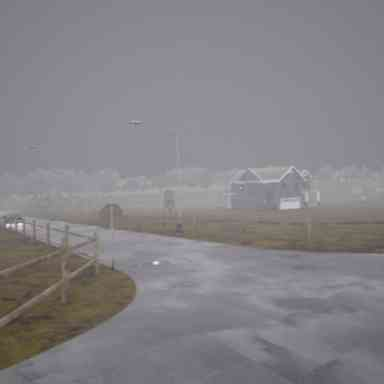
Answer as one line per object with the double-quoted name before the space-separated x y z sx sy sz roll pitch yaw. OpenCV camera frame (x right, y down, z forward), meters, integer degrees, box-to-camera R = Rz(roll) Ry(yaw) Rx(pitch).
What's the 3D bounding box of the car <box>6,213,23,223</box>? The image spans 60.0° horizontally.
"car" -24.512 3.550 45.738 1.895 1.301 4.718 -2 -1 -36
